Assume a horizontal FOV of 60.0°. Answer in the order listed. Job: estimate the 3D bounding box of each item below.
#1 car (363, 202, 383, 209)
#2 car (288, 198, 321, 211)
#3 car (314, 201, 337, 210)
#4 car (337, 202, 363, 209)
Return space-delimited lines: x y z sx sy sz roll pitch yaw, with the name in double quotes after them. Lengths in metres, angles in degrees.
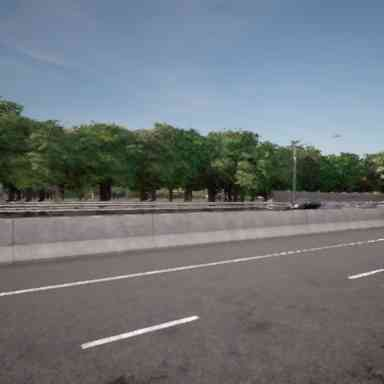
20.936 2.075 36.102 4.674 1.442 1.812 1 -1 -35 "car"
15.384 1.781 45.035 5.566 2.045 2.150 1 -1 -35 "car"
18.115 2.138 42.678 4.181 1.385 1.994 1 -1 -35 "car"
19.875 1.920 39.637 4.553 1.767 2.097 1 -1 -35 "car"
